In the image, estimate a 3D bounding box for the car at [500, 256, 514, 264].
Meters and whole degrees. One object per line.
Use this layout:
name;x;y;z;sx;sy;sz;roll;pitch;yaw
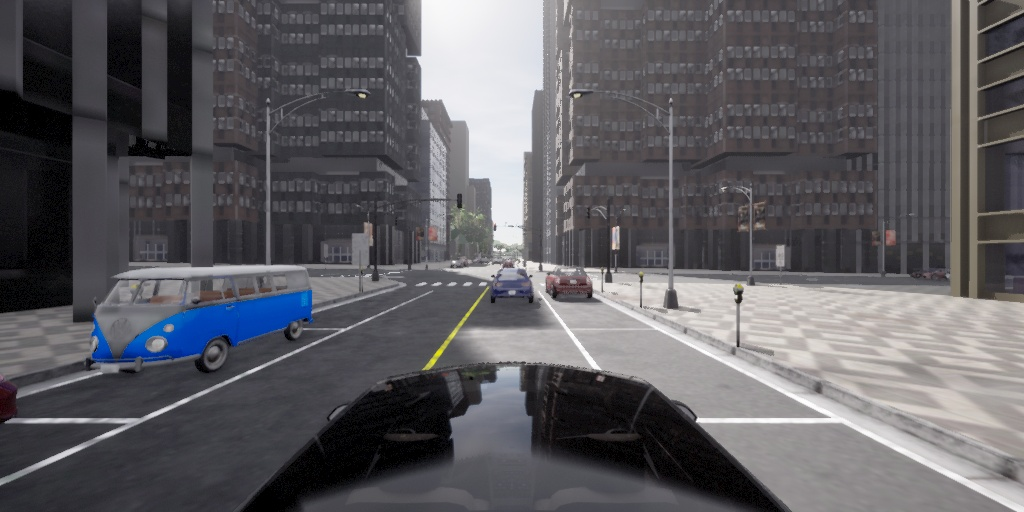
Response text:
car;-0.595;1.195;59.511;1.967;1.591;4.097;0;0;0

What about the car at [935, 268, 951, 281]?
car;49.128;2.009;38.306;4.902;1.511;2.128;1;0;0

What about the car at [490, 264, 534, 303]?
car;0.000;1.281;16.500;1.812;1.442;4.674;0;0;0

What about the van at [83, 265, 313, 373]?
van;-5.763;1.088;7.235;1.690;1.789;3.998;0;0;0

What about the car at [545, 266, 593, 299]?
car;2.763;1.187;18.119;1.967;1.591;4.097;0;0;0

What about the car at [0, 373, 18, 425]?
car;-5.763;1.329;1.794;1.802;1.307;4.207;0;0;0

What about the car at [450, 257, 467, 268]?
car;-9.120;1.321;59.461;1.948;1.339;4.313;0;0;0

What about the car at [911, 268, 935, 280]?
car;49.109;2.084;41.556;4.181;1.385;1.994;1;0;0
